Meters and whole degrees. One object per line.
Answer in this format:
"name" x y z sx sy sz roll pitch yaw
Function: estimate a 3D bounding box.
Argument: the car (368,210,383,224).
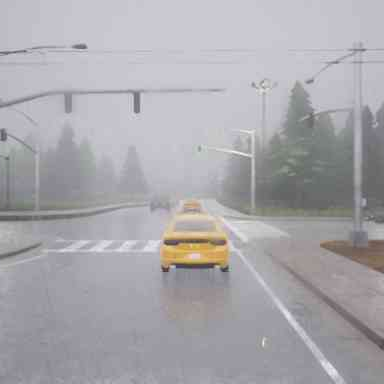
"car" 14.892 1.530 23.132 4.892 1.490 1.837 0 0 1

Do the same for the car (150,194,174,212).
"car" -3.624 1.217 39.287 2.150 2.045 5.566 0 0 -1

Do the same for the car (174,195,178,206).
"car" -3.575 1.347 49.581 2.097 1.767 4.553 0 0 0

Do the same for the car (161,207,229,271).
"car" 0.087 1.477 10.896 1.882 1.535 5.008 0 0 0

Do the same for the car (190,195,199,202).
"car" 0.643 1.434 76.761 1.837 1.490 4.892 0 0 2

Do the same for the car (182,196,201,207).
"car" -0.009 1.474 35.807 1.882 1.535 5.008 0 0 0
